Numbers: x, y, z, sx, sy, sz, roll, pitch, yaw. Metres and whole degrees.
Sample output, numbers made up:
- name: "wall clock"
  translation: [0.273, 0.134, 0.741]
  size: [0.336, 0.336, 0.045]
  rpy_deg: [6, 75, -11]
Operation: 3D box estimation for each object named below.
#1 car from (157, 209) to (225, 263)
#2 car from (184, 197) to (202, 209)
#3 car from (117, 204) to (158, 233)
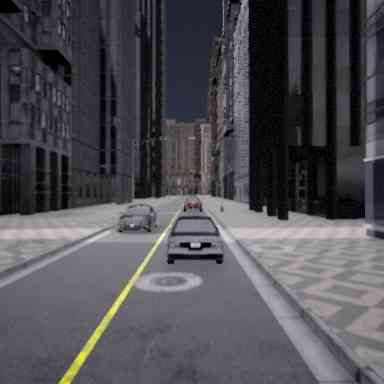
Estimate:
- name: "car"
  translation: [0.101, 1.555, 11.959]
  size: [2.033, 1.411, 5.357]
  rpy_deg: [0, 0, 0]
- name: "car"
  translation: [0.103, 1.323, 39.968]
  size: [2.097, 1.767, 4.553]
  rpy_deg: [0, 0, 0]
- name: "car"
  translation: [-3.096, 1.506, 19.654]
  size: [1.837, 1.490, 4.892]
  rpy_deg: [0, 0, 0]
